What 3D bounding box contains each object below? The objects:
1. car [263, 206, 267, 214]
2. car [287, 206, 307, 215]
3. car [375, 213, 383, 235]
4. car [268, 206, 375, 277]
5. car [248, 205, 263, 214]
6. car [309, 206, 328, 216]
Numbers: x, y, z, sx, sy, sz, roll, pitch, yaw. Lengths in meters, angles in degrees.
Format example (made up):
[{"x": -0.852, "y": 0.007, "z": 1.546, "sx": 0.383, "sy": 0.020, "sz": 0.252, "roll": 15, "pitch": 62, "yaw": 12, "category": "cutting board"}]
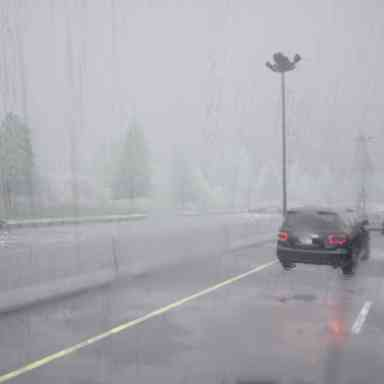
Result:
[{"x": 14.634, "y": 3.096, "z": 57.503, "sx": 2.128, "sy": 1.511, "sz": 4.902, "roll": -1, "pitch": -2, "yaw": 35, "category": "car"}, {"x": 17.544, "y": 3.059, "z": 55.569, "sx": 1.812, "sy": 1.442, "sz": 4.674, "roll": -1, "pitch": -2, "yaw": 35, "category": "car"}, {"x": 12.681, "y": 2.170, "z": 23.350, "sx": 2.033, "sy": 1.411, "sz": 5.357, "roll": -1, "pitch": -2, "yaw": 35, "category": "car"}, {"x": 4.818, "y": 1.548, "z": 11.767, "sx": 2.150, "sy": 2.045, "sz": 5.566, "roll": -1, "pitch": -2, "yaw": 35, "category": "car"}, {"x": 11.720, "y": 3.153, "z": 59.430, "sx": 1.882, "sy": 1.535, "sz": 5.008, "roll": -1, "pitch": -2, "yaw": 35, "category": "car"}, {"x": 20.440, "y": 2.967, "z": 53.612, "sx": 1.837, "sy": 1.490, "sz": 4.892, "roll": -1, "pitch": -2, "yaw": 35, "category": "car"}]
